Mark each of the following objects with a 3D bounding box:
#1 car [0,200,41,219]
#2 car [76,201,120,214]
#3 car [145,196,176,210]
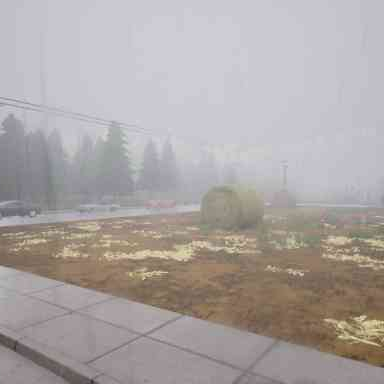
[{"bbox_3d":[-15.790,1.531,29.147,1.837,1.490,4.892,0,0,37],"label":"car"},{"bbox_3d":[-10.307,1.628,36.536,1.895,1.301,4.718,0,0,37],"label":"car"},{"bbox_3d":[-4.213,1.379,44.728,2.097,1.767,4.553,0,0,37],"label":"car"}]
